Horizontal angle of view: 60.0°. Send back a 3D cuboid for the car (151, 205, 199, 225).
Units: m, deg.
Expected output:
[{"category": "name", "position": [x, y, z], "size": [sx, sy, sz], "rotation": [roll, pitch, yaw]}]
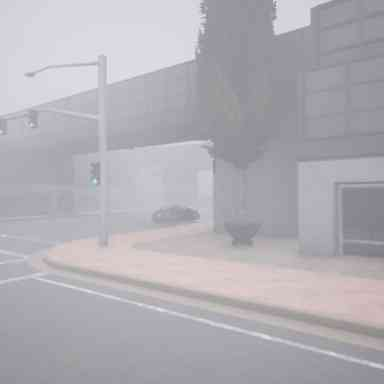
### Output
[{"category": "car", "position": [-1.217, 1.683, 25.906], "size": [1.994, 1.385, 4.181], "rotation": [-1, 0, 36]}]
